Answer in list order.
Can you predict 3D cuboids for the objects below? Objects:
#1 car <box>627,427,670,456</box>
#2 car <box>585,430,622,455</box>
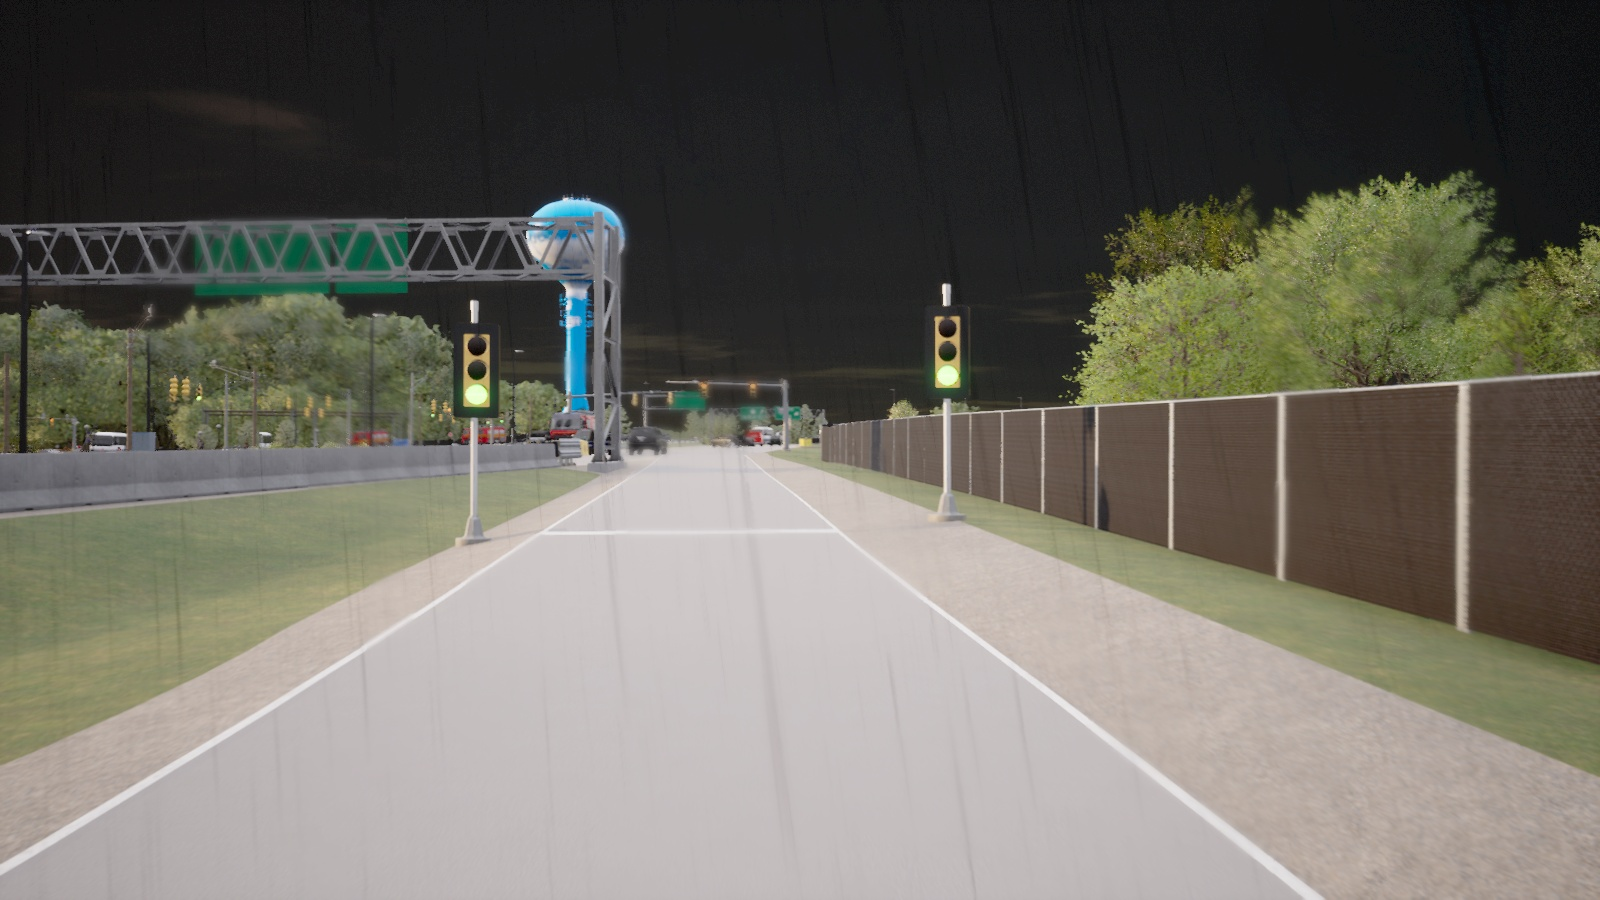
[{"bbox_3d":[-11.100,-0.638,92.337,2.150,2.045,5.566,0,0,3],"label":"car"},{"bbox_3d":[-14.554,-0.563,93.254,1.905,1.878,3.866,0,0,3],"label":"car"}]
